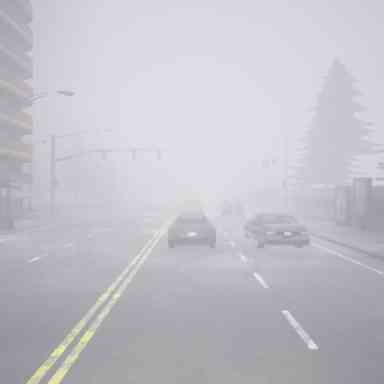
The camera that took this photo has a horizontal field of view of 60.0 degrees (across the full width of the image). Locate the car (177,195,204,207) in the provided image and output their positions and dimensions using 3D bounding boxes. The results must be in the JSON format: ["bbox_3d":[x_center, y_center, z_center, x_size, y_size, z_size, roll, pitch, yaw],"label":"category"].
[{"bbox_3d":[0.000,1.365,29.620,2.097,1.767,4.553,0,0,0],"label":"car"}]

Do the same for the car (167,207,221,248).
[{"bbox_3d":[0.000,1.571,14.650,1.994,1.385,4.181,0,0,0],"label":"car"}]

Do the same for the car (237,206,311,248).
[{"bbox_3d":[3.500,1.562,14.650,2.033,1.411,5.357,0,0,0],"label":"car"}]

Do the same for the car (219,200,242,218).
[{"bbox_3d":[3.500,1.494,29.650,2.128,1.511,4.902,0,0,0],"label":"car"}]
